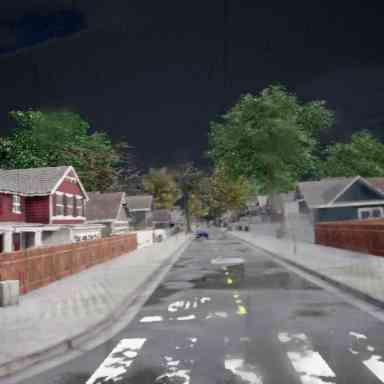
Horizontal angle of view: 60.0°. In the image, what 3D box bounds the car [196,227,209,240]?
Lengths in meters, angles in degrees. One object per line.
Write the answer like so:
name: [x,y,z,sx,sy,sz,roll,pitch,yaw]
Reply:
car: [1.481,6.132,48.189,1.895,1.301,4.718,-4,-5,2]
